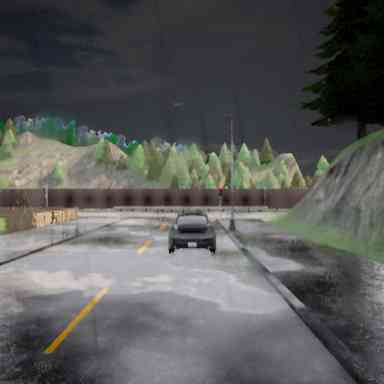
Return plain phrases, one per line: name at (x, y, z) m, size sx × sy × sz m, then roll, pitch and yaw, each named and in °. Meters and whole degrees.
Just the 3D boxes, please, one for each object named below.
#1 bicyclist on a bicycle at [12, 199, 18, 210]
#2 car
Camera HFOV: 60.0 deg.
bicyclist on a bicycle at (-24.235, 1.777, 45.609) m, size 0.582 × 1.620 × 1.656 m, roll 0°, pitch 0°, yaw 0°
car at (0.015, 1.642, 14.295) m, size 1.837 × 1.490 × 4.892 m, roll 0°, pitch 0°, yaw 0°
